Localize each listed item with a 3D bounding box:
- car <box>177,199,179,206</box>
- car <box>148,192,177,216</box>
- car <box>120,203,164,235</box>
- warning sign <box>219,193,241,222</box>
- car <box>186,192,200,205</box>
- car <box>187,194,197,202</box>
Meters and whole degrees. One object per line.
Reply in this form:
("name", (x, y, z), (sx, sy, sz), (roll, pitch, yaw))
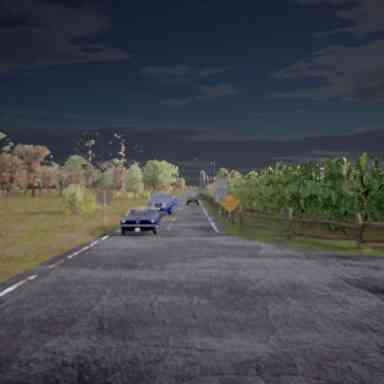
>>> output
("car", (-2.830, 1.265, 44.826), (1.812, 1.442, 4.674), (0, 0, 0))
("car", (-2.843, 1.046, 31.259), (2.150, 2.045, 5.566), (0, 1, 0))
("car", (-2.711, 1.502, 18.257), (1.895, 1.301, 4.718), (0, 0, -3))
("warning sign", (2.451, 0.997, 21.637), (1.300, 1.860, 1.060), (0, 0, 0))
("car", (0.108, 1.197, 51.062), (1.837, 1.490, 4.892), (0, -1, 0))
("car", (0.015, 1.101, 64.589), (1.837, 1.490, 4.892), (0, 0, 0))
